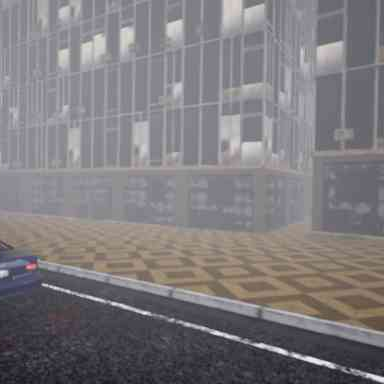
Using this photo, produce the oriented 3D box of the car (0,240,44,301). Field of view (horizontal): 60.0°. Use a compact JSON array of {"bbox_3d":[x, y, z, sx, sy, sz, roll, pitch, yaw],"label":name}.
[{"bbox_3d":[-5.515,1.508,7.323,5.357,1.411,2.033,0,0,33],"label":"car"}]
